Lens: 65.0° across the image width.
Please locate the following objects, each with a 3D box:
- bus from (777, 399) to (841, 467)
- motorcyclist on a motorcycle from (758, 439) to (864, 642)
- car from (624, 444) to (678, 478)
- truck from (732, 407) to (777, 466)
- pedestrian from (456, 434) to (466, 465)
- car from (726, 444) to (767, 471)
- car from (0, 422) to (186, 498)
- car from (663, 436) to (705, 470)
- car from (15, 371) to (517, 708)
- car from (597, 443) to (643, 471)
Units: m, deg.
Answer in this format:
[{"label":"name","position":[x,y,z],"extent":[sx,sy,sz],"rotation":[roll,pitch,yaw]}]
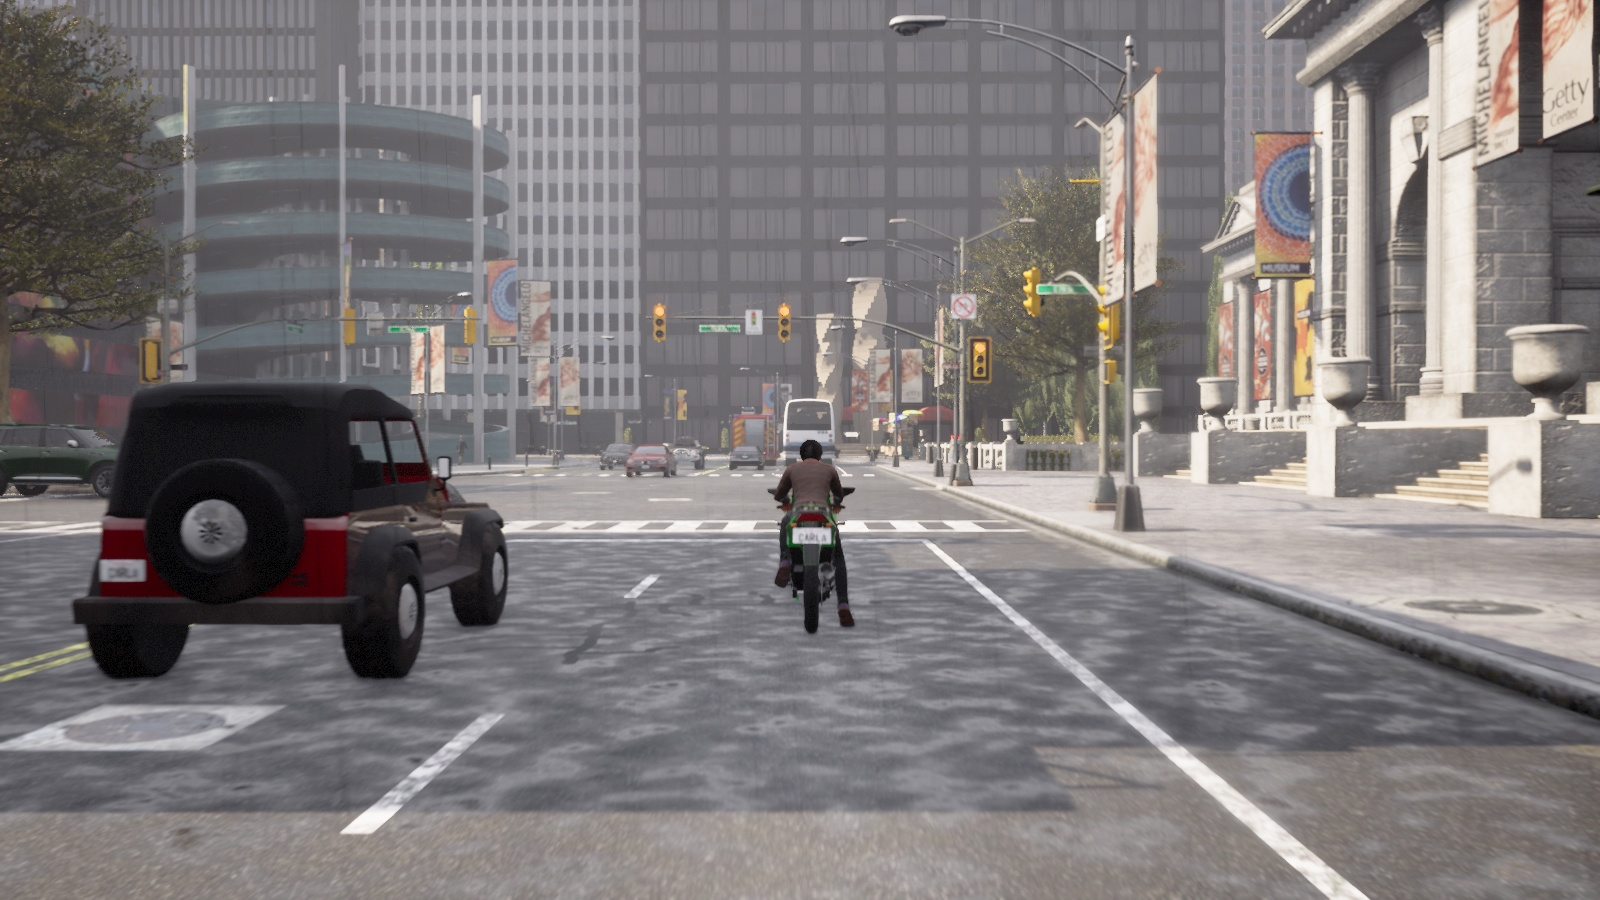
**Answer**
[{"label":"bus","position":[0.539,-1.105,83.504],"extent":[3.944,4.253,10.273],"rotation":[0,0,0]},{"label":"motorcyclist on a motorcycle","position":[0.090,0.669,10.437],"extent":[0.797,1.523,2.044],"rotation":[0,0,0]},{"label":"car","position":[-6.579,0.449,55.745],"extent":[1.812,1.442,4.674],"rotation":[0,0,0]},{"label":"truck","position":[-3.029,-0.906,85.092],"extent":[2.891,3.827,8.468],"rotation":[0,0,-1]},{"label":"pedestrian","position":[-19.898,-0.033,73.626],"extent":[0.402,1.842,0.726],"rotation":[0,0,-2]},{"label":"car","position":[-2.980,0.389,70.545],"extent":[2.033,1.411,5.357],"rotation":[0,0,0]},{"label":"car","position":[-20.375,0.250,34.880],"extent":[5.566,2.045,2.150],"rotation":[0,0,0]},{"label":"car","position":[-6.477,0.155,70.669],"extent":[1.932,1.855,4.605],"rotation":[0,0,0]},{"label":"car","position":[-3.420,0.489,8.949],"extent":[1.905,1.878,3.866],"rotation":[0,0,0]},{"label":"car","position":[-9.982,0.344,69.991],"extent":[1.837,1.490,4.892],"rotation":[0,0,0]}]
